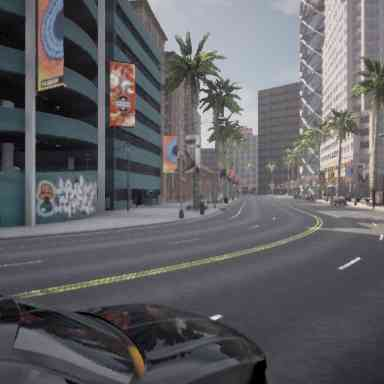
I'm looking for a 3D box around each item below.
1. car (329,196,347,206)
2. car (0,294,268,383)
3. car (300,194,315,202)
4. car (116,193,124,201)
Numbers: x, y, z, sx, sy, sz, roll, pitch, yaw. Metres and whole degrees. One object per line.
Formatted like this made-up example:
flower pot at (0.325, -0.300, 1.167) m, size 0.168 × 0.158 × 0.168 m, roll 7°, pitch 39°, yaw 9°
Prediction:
car at (24.054, 1.439, 54.816) m, size 2.231 × 1.521 × 4.892 m, roll 0°, pitch 0°, yaw 10°
car at (-1.618, 1.469, 2.125) m, size 5.008 × 1.535 × 1.882 m, roll 0°, pitch 0°, yaw -35°
car at (29.243, 1.291, 83.729) m, size 2.185 × 1.767 × 4.553 m, roll 0°, pitch 0°, yaw 10°
car at (-11.626, 0.968, 53.577) m, size 2.435 × 2.045 × 5.566 m, roll 0°, pitch 0°, yaw 10°
